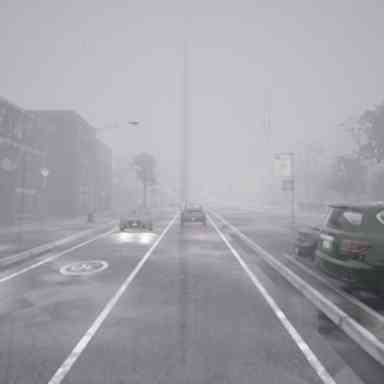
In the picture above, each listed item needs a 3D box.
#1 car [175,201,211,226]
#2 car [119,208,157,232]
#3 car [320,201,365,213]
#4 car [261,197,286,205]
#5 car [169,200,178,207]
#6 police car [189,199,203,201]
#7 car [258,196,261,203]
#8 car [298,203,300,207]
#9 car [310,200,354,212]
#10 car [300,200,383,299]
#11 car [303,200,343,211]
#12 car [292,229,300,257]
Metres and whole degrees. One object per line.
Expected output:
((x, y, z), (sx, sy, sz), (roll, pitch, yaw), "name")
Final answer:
((0.098, 1.681, 25.248), (2.128, 1.511, 4.902), (0, -1, 0), "car")
((-3.351, 1.713, 21.331), (1.994, 1.385, 4.181), (0, -1, 0), "car")
((18.695, 1.849, 41.351), (4.674, 1.452, 2.002), (0, -1, 0), "car")
((18.750, 2.025, 75.384), (4.553, 1.767, 2.185), (0, -1, 0), "car")
((-3.279, 2.143, 62.748), (1.994, 1.385, 4.181), (0, -1, 1), "car")
((0.097, 1.877, 42.908), (2.038, 1.542, 4.974), (0, -1, 0), "police car")
((18.679, 2.224, 78.553), (4.674, 1.452, 2.002), (0, -1, 0), "car")
((18.701, 1.946, 51.048), (4.674, 1.452, 2.002), (0, -1, 0), "car")
((18.705, 1.841, 44.499), (5.008, 1.535, 2.097), (0, -1, 0), "car")
((5.624, 1.243, 7.311), (5.566, 2.045, 2.435), (0, 0, 0), "car")
((18.696, 1.875, 47.773), (4.892, 1.521, 2.231), (0, -1, 0), "car")
((5.591, 1.512, 10.111), (4.892, 1.521, 2.231), (0, 0, 0), "car")
